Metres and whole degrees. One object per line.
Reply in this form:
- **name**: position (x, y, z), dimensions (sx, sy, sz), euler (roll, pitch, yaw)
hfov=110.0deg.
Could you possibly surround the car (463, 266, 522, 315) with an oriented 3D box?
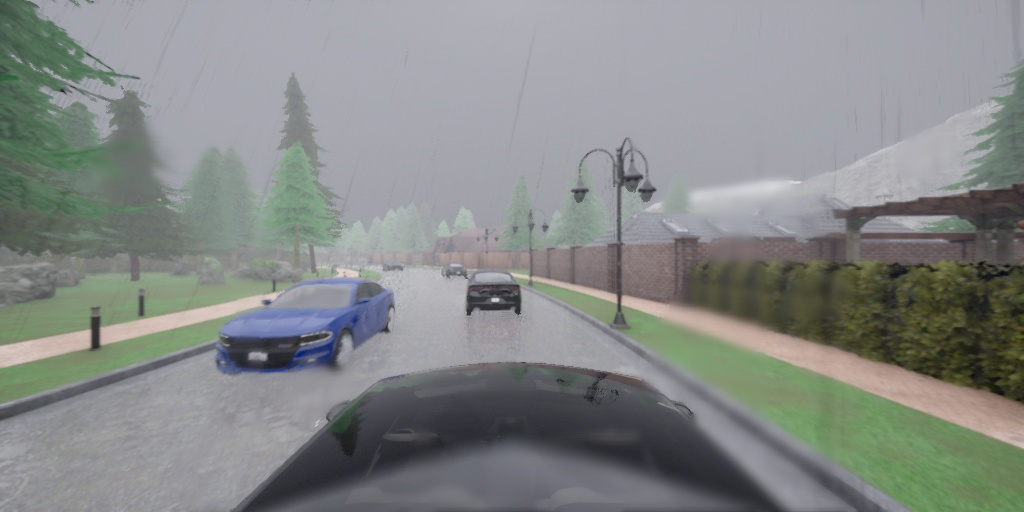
- **car**: position (-0.824, 1.233, 13.751), dimensions (1.882, 1.535, 5.008), euler (0, 0, -7)

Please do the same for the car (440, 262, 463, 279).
- **car**: position (-5.452, 1.297, 33.606), dimensions (1.812, 1.442, 4.674), euler (0, 0, -19)

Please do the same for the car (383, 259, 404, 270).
- **car**: position (-15.899, 1.148, 48.029), dimensions (2.097, 1.767, 4.553), euler (0, 0, -29)

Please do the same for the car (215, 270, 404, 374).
- **car**: position (-3.964, 1.237, 7.838), dimensions (1.882, 1.535, 5.008), euler (0, 0, -4)
